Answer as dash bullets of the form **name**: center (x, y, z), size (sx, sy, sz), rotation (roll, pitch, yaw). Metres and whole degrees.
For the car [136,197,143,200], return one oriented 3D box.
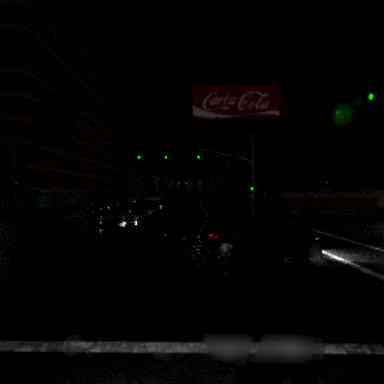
- **car**: center (-10.516, 1.907, 68.025), size (2.097, 1.767, 4.553), rotation (0, -1, 0)

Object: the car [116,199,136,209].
- **car**: center (-10.598, 1.901, 52.439), size (1.882, 1.535, 5.008), rotation (0, 0, 0)

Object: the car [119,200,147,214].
- **car**: center (-7.103, 1.927, 40.352), size (1.895, 1.301, 4.718), rotation (0, 0, 0)

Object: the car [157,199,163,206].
- **car**: center (-7.017, 2.075, 67.898), size (1.812, 1.442, 4.674), rotation (0, 0, 0)

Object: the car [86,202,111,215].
- **car**: center (-10.607, 1.835, 38.144), size (1.812, 1.442, 4.674), rotation (0, 0, 0)

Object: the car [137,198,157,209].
- **car**: center (-7.100, 2.025, 52.524), size (1.895, 1.301, 4.718), rotation (0, 0, 0)

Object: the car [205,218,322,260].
- **car**: center (2.577, 1.666, 12.371), size (4.181, 1.385, 1.994), rotation (0, 0, 0)
